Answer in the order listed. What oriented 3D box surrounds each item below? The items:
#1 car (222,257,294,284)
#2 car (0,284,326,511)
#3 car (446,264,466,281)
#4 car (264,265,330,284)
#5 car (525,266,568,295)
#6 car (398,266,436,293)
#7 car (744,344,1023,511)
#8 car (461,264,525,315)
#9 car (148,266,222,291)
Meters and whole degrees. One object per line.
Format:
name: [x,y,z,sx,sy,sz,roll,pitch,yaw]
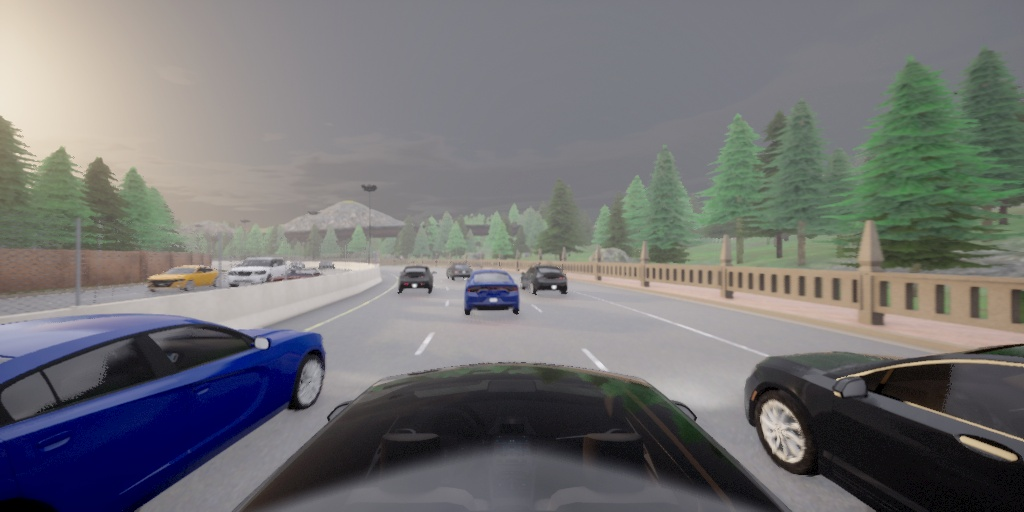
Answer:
car: [-17.486,1.097,25.075,2.150,2.045,5.566,0,-1,-16]
car: [-3.561,1.244,3.113,1.882,1.535,5.008,0,0,-1]
car: [-4.738,1.394,32.094,2.033,1.411,5.357,0,0,-17]
car: [-13.161,1.451,22.269,1.895,1.301,4.718,0,0,-13]
car: [1.695,1.298,20.210,1.837,1.490,4.892,0,0,-9]
car: [-5.680,1.327,21.475,1.837,1.490,4.892,0,0,-12]
car: [3.425,1.243,1.886,1.837,1.490,4.892,0,0,0]
car: [-0.867,1.263,13.892,1.882,1.535,5.008,0,0,-6]
car: [-20.500,1.355,22.735,1.882,1.535,5.008,0,0,-15]
